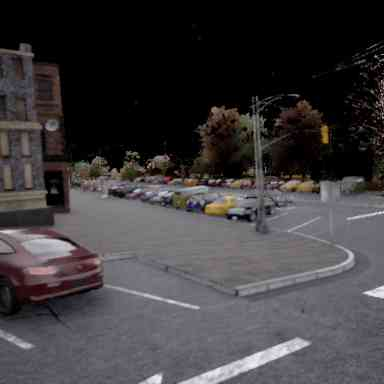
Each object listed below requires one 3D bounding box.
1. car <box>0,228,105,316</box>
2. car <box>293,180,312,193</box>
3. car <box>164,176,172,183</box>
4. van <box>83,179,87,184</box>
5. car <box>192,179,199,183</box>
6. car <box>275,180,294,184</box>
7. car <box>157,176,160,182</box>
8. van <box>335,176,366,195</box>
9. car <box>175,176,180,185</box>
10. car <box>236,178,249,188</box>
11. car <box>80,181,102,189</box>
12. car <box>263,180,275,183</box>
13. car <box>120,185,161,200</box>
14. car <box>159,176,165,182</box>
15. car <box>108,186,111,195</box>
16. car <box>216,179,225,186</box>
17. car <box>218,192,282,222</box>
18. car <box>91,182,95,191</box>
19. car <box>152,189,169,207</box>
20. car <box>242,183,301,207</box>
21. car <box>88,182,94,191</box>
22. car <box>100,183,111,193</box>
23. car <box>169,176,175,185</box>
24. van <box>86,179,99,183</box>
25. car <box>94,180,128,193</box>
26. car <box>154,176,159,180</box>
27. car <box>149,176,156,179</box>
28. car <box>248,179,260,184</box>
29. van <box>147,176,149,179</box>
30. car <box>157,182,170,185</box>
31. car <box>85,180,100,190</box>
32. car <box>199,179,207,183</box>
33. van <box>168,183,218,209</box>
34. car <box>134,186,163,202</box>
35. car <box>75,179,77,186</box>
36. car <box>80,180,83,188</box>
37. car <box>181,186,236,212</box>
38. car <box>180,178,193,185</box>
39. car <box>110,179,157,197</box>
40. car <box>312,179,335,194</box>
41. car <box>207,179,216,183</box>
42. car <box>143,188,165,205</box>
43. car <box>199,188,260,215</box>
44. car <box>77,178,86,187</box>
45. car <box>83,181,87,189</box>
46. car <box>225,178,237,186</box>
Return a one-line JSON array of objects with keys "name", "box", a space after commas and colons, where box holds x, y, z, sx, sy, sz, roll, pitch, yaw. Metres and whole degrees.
[{"name": "car", "box": [-3.931, 1.537, 7.477, 4.674, 1.452, 2.002, -1, -1, 35]}, {"name": "car", "box": [15.452, -0.764, 42.914, 1.946, 1.575, 5.366, 1, 5, 41]}, {"name": "car", "box": [-3.413, -2.509, 79.659, 5.366, 1.575, 1.946, -6, 6, -44]}, {"name": "van", "box": [-22.560, -1.668, 78.549, 4.442, 1.987, 1.878, -8, 6, -44]}, {"name": "car", "box": [3.054, -1.830, 66.421, 2.163, 1.488, 4.792, 1, 5, 44]}, {"name": "car", "box": [13.784, -0.854, 45.225, 1.946, 1.575, 5.366, 2, 5, 42]}, {"name": "car", "box": [-5.765, -2.760, 85.177, 4.792, 1.488, 2.163, -6, 6, -44]}, {"name": "van", "box": [18.150, -0.732, 37.513, 1.878, 1.987, 4.442, 1, 5, 41]}, {"name": "car", "box": [-0.820, -2.375, 74.381, 4.553, 1.767, 2.185, -6, 5, -45]}, {"name": "car", "box": [9.681, -1.349, 53.160, 2.185, 1.767, 4.553, 1, 5, 43]}, {"name": "car", "box": [-26.339, -1.843, 86.691, 5.008, 1.535, 2.097, -8, 6, -44]}, {"name": "car", "box": [12.488, -0.944, 47.968, 2.002, 1.452, 4.674, 1, 5, 42]}, {"name": "car", "box": [-7.006, 0.192, 45.846, 2.002, 1.452, 4.674, 1, 6, 42]}, {"name": "car", "box": [-4.511, -2.909, 82.497, 5.566, 2.045, 2.435, -6, 5, -44]}, {"name": "car", "box": [-9.767, -0.098, 51.219, 2.097, 1.535, 5.008, 0, 6, 43]}, {"name": "car", "box": [7.011, -1.602, 58.458, 2.185, 1.767, 4.553, 2, 6, 43]}, {"name": "car", "box": [4.435, 1.150, 24.633, 2.163, 1.488, 4.792, 1, 6, 40]}, {"name": "car", "box": [-16.339, -0.751, 64.803, 2.231, 1.521, 4.892, 1, 7, 45]}, {"name": "car", "box": [-1.332, 0.640, 35.190, 2.231, 1.521, 4.892, 0, 6, 41]}, {"name": "car", "box": [7.043, 0.455, 30.000, 2.097, 1.767, 4.553, -5, 5, -30]}, {"name": "car", "box": [-17.634, -0.885, 67.527, 2.097, 1.535, 5.008, 0, 6, 45]}, {"name": "car", "box": [-12.438, -0.356, 56.628, 2.097, 1.535, 5.008, 1, 7, 44]}, {"name": "car", "box": [-2.049, -2.384, 77.096, 4.892, 1.521, 2.231, -6, 5, -44]}, {"name": "van", "box": [-20.072, -1.394, 73.069, 4.442, 1.987, 1.878, -8, 6, -44]}, {"name": "car", "box": [-15.049, -0.745, 62.070, 2.185, 1.767, 4.553, 1, 7, 44]}, {"name": "car", "box": [-6.955, -2.901, 87.931, 4.792, 1.488, 2.163, -6, 5, -44]}, {"name": "car", "box": [-8.334, -3.053, 90.483, 5.366, 1.575, 1.946, -6, 6, -44]}, {"name": "car", "box": [11.089, -1.064, 50.575, 2.002, 1.452, 4.674, 1, 5, 42]}, {"name": "van", "box": [-9.518, -3.417, 93.223, 4.442, 1.987, 1.878, -6, 6, -44]}, {"name": "car", "box": [-5.742, -0.444, 53.854, 1.812, 1.442, 4.674, -5, 5, -26]}, {"name": "car", "box": [-19.013, -1.005, 70.131, 5.366, 1.575, 1.946, -8, 7, -44]}, {"name": "car", "box": [4.319, -1.696, 63.711, 2.163, 1.488, 4.792, 2, 6, 44]}, {"name": "van", "box": [0.194, 0.520, 32.623, 1.878, 1.987, 4.442, 0, 6, 41]}, {"name": "car", "box": [-4.201, 0.439, 40.505, 2.002, 1.452, 4.674, 0, 6, 42]}, {"name": "car", "box": [-27.604, -2.228, 89.384, 5.566, 2.045, 2.435, -8, 7, -44]}, {"name": "car", "box": [-23.867, -1.568, 81.219, 5.008, 1.535, 2.097, -8, 6, -44]}, {"name": "car", "box": [1.582, 0.751, 29.887, 2.185, 1.767, 4.553, 0, 6, 40]}, {"name": "car", "box": [0.461, -2.118, 71.726, 2.097, 1.535, 5.008, 1, 5, 45]}, {"name": "car", "box": [-8.396, -0.225, 48.533, 2.435, 2.045, 5.566, 0, 6, 43]}, {"name": "car", "box": [16.746, -0.753, 40.159, 2.185, 1.767, 4.553, 1, 5, 41]}, {"name": "car", "box": [5.649, -1.601, 61.084, 2.097, 1.535, 5.008, 1, 5, 44]}, {"name": "car", "box": [-2.763, 0.559, 37.847, 2.002, 1.452, 4.674, 1, 6, 41]}, {"name": "car", "box": [3.223, 0.966, 27.438, 1.946, 1.575, 5.366, 0, 6, 40]}, {"name": "car", "box": [-25.133, -1.953, 83.914, 5.566, 2.045, 2.435, -8, 7, -44]}, {"name": "car", "box": [-21.401, -1.261, 75.721, 4.792, 1.488, 2.163, -8, 7, -44]}, {"name": "car", "box": [8.466, -1.367, 55.952, 1.946, 1.575, 5.366, 1, 5, 43]}]
